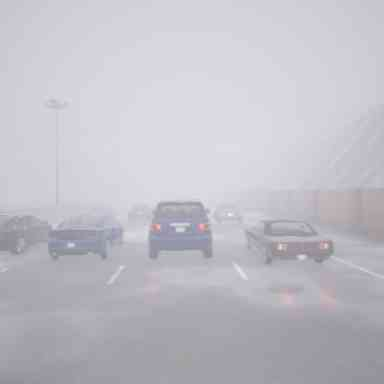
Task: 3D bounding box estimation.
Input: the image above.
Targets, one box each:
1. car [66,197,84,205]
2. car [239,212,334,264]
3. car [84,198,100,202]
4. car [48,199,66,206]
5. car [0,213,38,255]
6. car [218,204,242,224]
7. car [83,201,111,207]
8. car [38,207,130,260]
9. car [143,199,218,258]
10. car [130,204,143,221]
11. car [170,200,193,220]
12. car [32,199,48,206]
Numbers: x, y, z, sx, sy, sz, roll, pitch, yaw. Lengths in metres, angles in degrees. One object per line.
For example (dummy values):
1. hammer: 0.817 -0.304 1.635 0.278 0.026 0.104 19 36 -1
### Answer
1. car: -23.868 1.895 69.152 2.097 1.767 4.553 -1 0 -3
2. car: 3.107 1.598 11.772 1.895 1.301 4.718 -1 0 -2
3. car: -20.369 2.043 69.305 1.994 1.385 4.181 -1 0 -3
4. car: -27.337 2.151 68.523 1.994 1.385 4.181 -1 0 -3
5. car: -7.453 1.662 14.012 1.837 1.490 4.892 -1 0 -2
6. car: 2.684 1.600 25.393 2.033 1.411 5.357 -1 0 -1
7. car: -7.901 1.779 29.257 1.994 1.385 4.181 -1 0 -1
8. car: -3.930 1.580 13.109 1.882 1.535 5.008 -1 -1 -2
9. car: -0.437 1.277 13.167 2.150 2.045 5.566 -1 0 -1
10. car: -4.404 1.730 29.358 1.994 1.385 4.181 -1 0 -1
11. car: -0.935 1.599 30.573 1.882 1.535 5.008 -1 0 -1
12. car: -30.832 2.187 68.340 2.033 1.411 5.357 -1 0 -3
